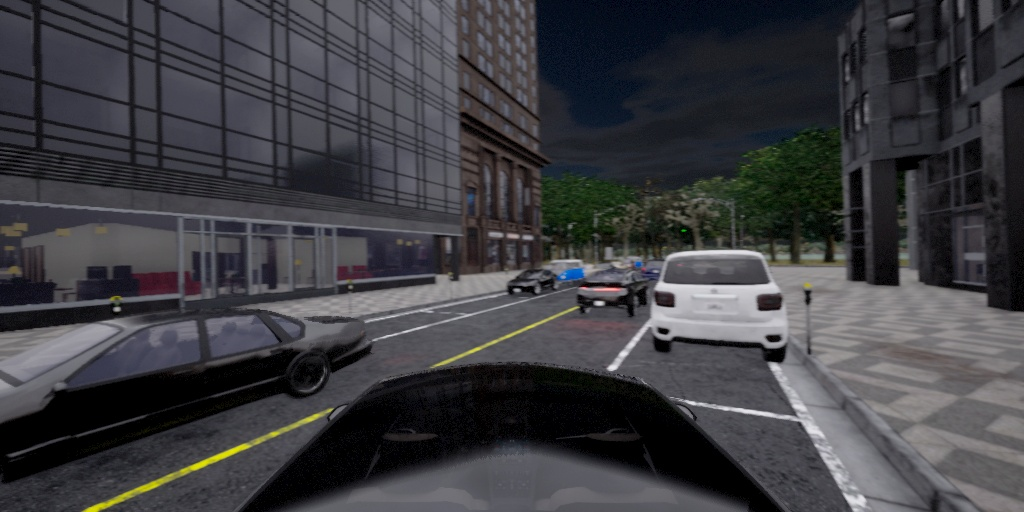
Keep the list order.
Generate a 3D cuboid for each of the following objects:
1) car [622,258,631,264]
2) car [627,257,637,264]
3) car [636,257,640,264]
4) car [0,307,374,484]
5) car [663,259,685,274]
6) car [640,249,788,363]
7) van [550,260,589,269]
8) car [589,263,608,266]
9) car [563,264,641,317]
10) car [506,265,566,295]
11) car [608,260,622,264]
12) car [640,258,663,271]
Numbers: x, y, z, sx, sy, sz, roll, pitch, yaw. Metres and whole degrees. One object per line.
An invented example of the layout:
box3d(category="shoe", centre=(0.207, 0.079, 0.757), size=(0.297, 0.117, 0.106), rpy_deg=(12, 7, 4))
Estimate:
box3d(category="car", centre=(11.555, 1.259, 39.783), size=(1.751, 1.417, 4.829), rpy_deg=(0, 0, 28))
box3d(category="car", centre=(14.215, 1.144, 44.719), size=(1.967, 1.591, 4.097), rpy_deg=(0, 0, 28))
box3d(category="car", centre=(10.560, 1.004, 25.639), size=(2.097, 1.767, 4.553), rpy_deg=(-2, 0, 28))
box3d(category="car", centre=(-4.422, 1.434, 4.576), size=(2.033, 1.411, 5.357), rpy_deg=(-2, 0, 28))
box3d(category="car", centre=(17.792, 1.094, 39.252), size=(1.812, 1.442, 4.674), rpy_deg=(-2, 0, 28))
box3d(category="car", centre=(4.604, 0.897, 8.264), size=(2.150, 2.045, 5.566), rpy_deg=(-2, 0, 28))
box3d(category="van", centre=(3.894, 1.166, 25.574), size=(1.690, 1.789, 3.998), rpy_deg=(0, 0, 28))
box3d(category="car", centre=(6.394, 1.320, 30.211), size=(1.751, 1.417, 4.829), rpy_deg=(0, 0, 28))
box3d(category="car", centre=(3.833, 1.224, 13.153), size=(2.128, 1.511, 4.902), rpy_deg=(-2, -1, 28))
box3d(category="car", centre=(1.314, 1.422, 20.788), size=(1.948, 1.339, 4.313), rpy_deg=(0, 0, 28))
box3d(category="car", centre=(9.055, 1.329, 35.146), size=(1.948, 1.339, 4.313), rpy_deg=(0, 0, 28))
box3d(category="car", centre=(17.878, 1.112, 45.737), size=(2.128, 1.511, 4.902), rpy_deg=(-2, -1, 28))
